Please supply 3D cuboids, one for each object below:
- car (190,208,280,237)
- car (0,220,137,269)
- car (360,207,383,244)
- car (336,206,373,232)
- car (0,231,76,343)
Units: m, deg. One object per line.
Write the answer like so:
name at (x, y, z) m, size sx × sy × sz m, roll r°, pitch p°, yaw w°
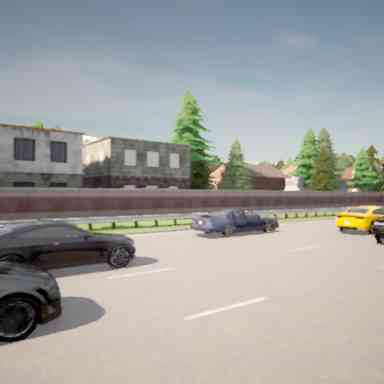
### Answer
car at (2.474, 1.618, 18.408) m, size 5.357 × 1.411 × 2.033 m, roll 0°, pitch 0°, yaw -35°
car at (-3.888, 1.538, 9.571) m, size 4.674 × 1.442 × 1.812 m, roll 0°, pitch 0°, yaw -36°
car at (10.198, 1.588, 15.318) m, size 4.902 × 1.511 × 2.128 m, roll 0°, pitch 0°, yaw -36°
car at (10.683, 1.592, 19.965) m, size 5.008 × 1.535 × 1.882 m, roll 0°, pitch 0°, yaw -36°
car at (-4.216, 1.560, 5.036) m, size 4.181 × 1.385 × 1.994 m, roll 0°, pitch 0°, yaw -36°
